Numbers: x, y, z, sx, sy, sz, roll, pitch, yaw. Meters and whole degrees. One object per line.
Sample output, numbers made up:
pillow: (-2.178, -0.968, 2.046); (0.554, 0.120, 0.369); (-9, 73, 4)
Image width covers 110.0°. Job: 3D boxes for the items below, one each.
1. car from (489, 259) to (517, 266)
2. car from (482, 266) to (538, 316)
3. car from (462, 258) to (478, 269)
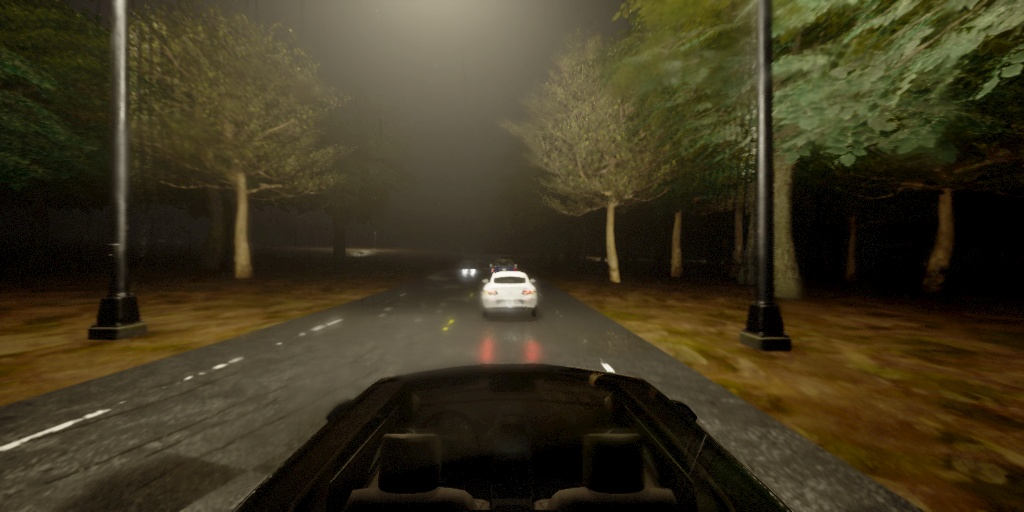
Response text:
car: (-0.648, 1.037, 27.413); (2.097, 1.767, 4.553); (0, 0, -3)
car: (-0.097, 1.276, 13.204); (1.812, 1.442, 4.674); (0, 0, -1)
car: (-5.832, 1.028, 50.197); (2.128, 1.511, 4.902); (0, 1, -4)
